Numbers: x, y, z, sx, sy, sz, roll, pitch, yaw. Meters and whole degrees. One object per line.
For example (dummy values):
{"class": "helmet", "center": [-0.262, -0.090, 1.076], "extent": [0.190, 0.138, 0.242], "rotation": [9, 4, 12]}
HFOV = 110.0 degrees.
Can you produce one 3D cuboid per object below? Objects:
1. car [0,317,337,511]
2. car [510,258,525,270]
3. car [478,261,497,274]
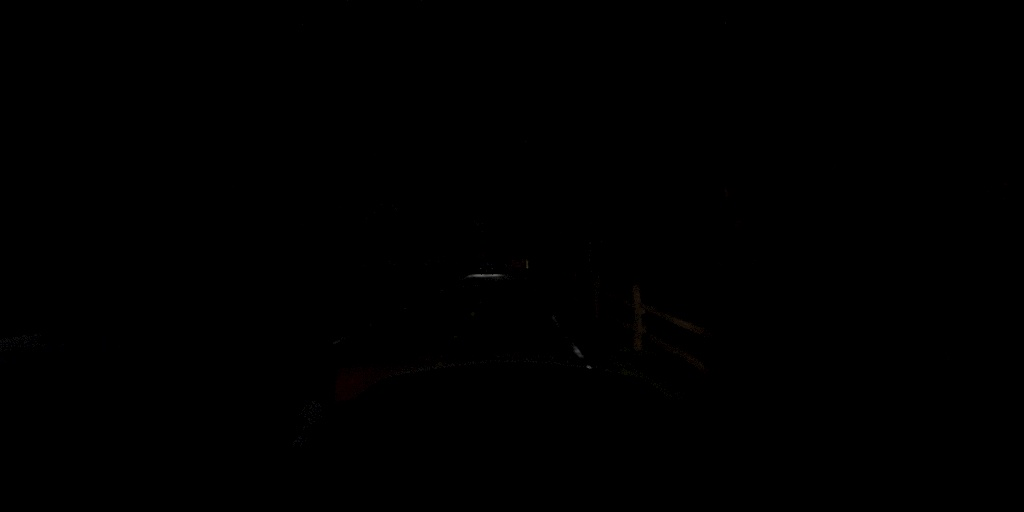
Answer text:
{"class": "car", "center": [-2.843, 1.255, 2.033], "extent": [1.837, 1.490, 4.892], "rotation": [0, 0, 0]}
{"class": "car", "center": [0.969, 1.348, 56.743], "extent": [1.882, 1.535, 5.008], "rotation": [0, 0, 0]}
{"class": "car", "center": [-2.833, 1.376, 42.180], "extent": [1.812, 1.442, 4.674], "rotation": [0, 0, 0]}
